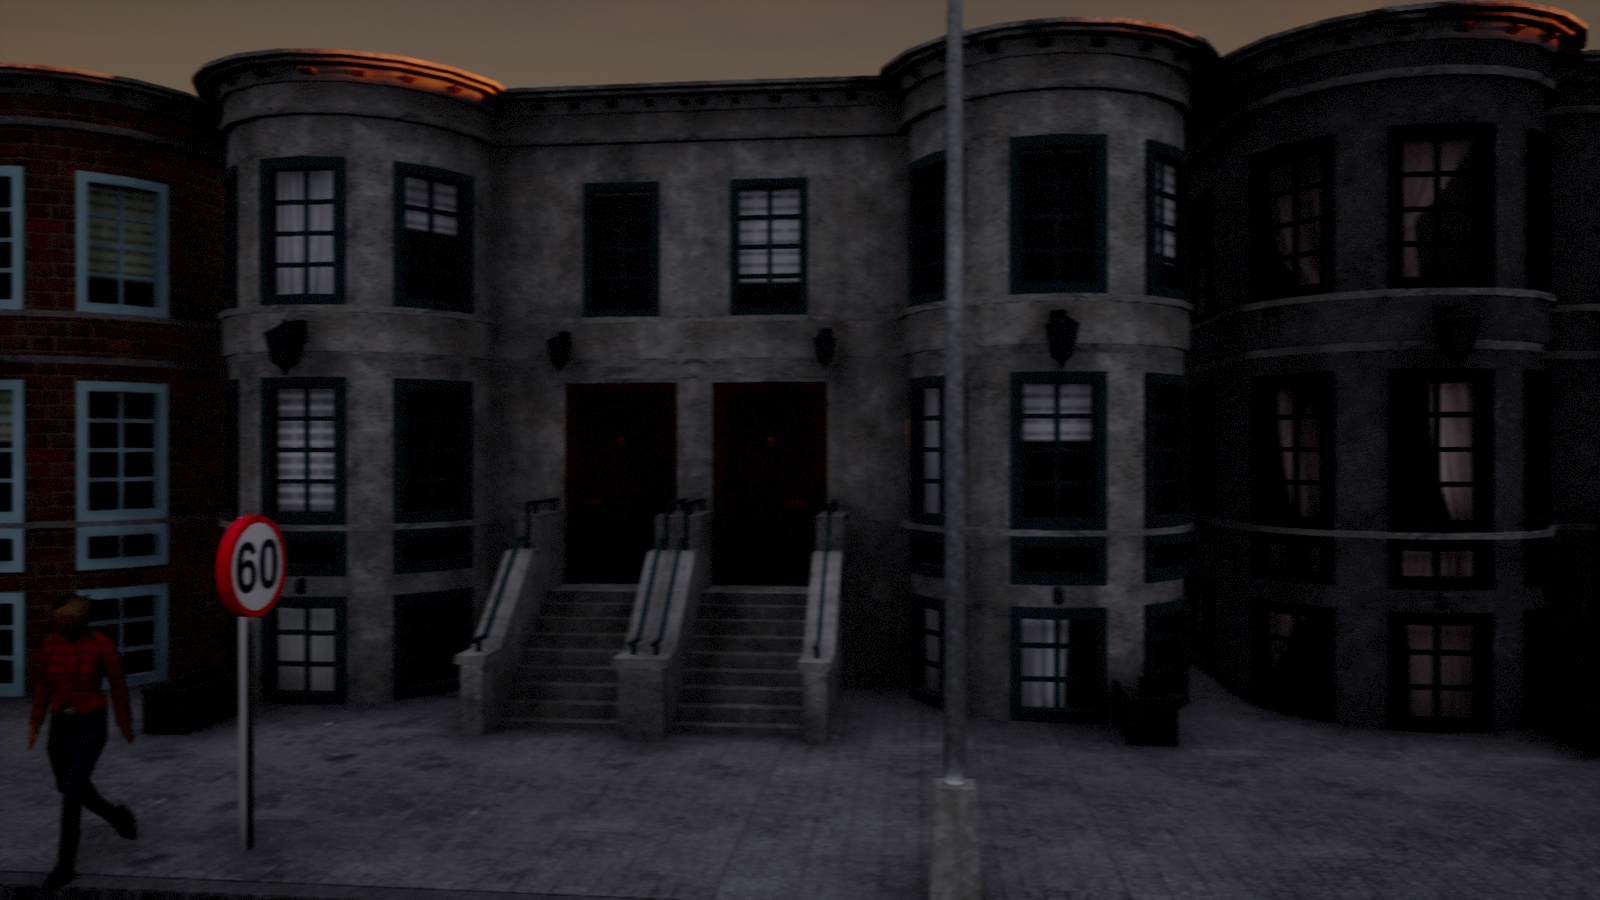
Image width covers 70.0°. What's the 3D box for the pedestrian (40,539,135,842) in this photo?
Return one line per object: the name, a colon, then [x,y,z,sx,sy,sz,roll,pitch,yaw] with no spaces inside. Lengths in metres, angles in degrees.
pedestrian: [-4.557,1.516,7.319,0.375,1.860,0.375,0,0,-2]
